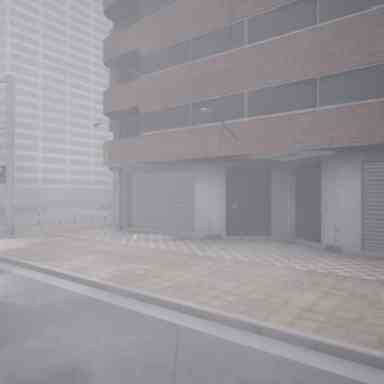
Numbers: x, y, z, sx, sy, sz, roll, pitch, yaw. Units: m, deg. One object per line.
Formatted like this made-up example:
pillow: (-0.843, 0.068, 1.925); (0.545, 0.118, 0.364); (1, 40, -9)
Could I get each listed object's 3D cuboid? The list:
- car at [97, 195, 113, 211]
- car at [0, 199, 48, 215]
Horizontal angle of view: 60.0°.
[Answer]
car: (-9.679, 1.503, 42.069); (1.837, 1.490, 4.892); (0, 0, 37)
car: (-16.770, 1.505, 32.710); (1.837, 1.490, 4.892); (0, 0, 37)
